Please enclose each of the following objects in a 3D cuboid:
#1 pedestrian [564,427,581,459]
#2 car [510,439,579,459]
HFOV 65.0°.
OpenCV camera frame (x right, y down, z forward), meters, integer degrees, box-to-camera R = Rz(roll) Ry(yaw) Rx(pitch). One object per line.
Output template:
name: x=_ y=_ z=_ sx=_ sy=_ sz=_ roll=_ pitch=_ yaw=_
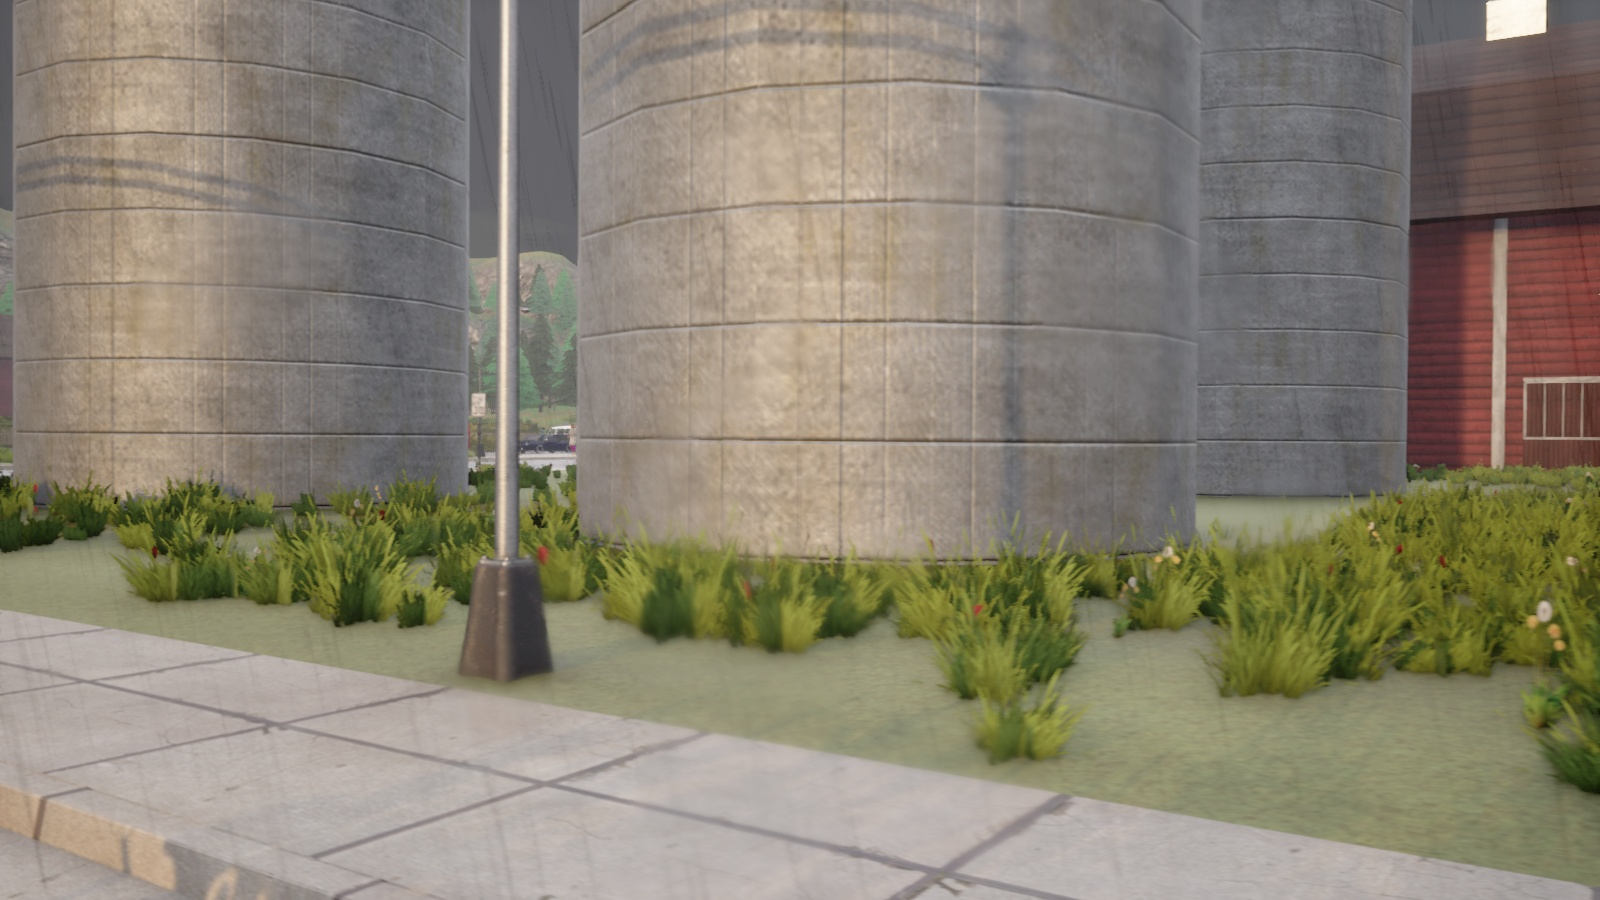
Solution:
pedestrian: x=-13.716 y=-0.429 z=75.838 sx=0.659 sy=1.952 sz=0.873 roll=0 pitch=1 yaw=18
car: x=-17.608 y=-0.080 z=86.626 sx=1.895 sy=1.301 sz=4.718 roll=0 pitch=1 yaw=33
